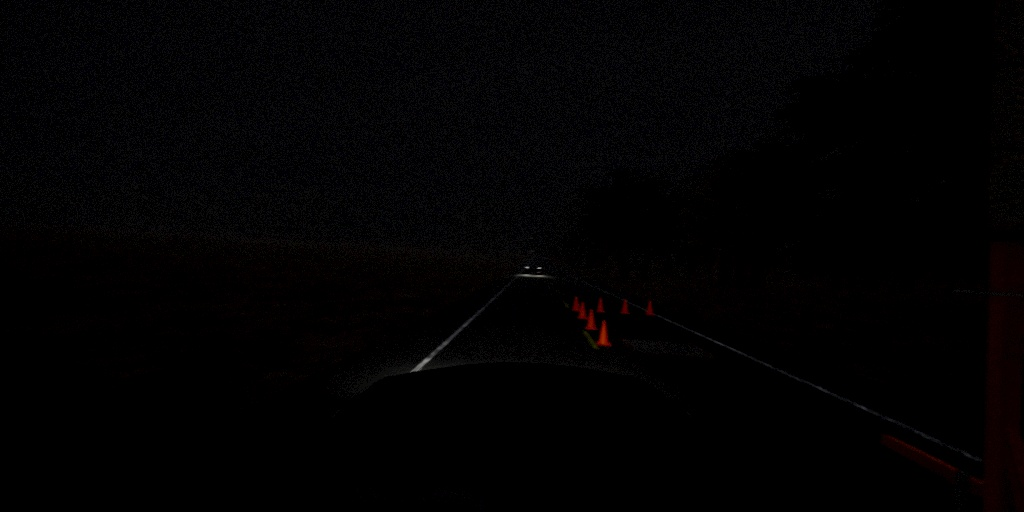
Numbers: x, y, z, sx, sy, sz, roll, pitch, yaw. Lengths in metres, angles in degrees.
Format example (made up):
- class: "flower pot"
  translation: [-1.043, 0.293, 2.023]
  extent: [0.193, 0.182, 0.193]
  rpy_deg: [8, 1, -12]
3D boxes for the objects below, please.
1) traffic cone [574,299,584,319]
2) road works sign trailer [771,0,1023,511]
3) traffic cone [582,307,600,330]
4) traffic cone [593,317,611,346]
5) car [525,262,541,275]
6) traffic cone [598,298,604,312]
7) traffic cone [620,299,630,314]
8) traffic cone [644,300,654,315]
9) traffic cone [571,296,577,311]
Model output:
- class: "traffic cone"
  translation: [2.529, 1.946, 12.927]
  extent: [0.340, 0.580, 0.340]
  rpy_deg: [0, 0, 4]
- class: "road works sign trailer"
  translation: [3.322, 0.371, 1.875]
  extent: [2.380, 3.560, 2.880]
  rpy_deg: [0, 0, 4]
- class: "traffic cone"
  translation: [2.401, 1.921, 10.931]
  extent: [0.340, 0.580, 0.340]
  rpy_deg: [0, 0, 4]
- class: "traffic cone"
  translation: [2.273, 1.896, 8.935]
  extent: [0.340, 0.580, 0.340]
  rpy_deg: [0, 0, 4]
- class: "car"
  translation: [2.838, 1.572, 48.558]
  extent: [2.097, 1.767, 4.553]
  rpy_deg: [3, 0, 4]
- class: "traffic cone"
  translation: [3.652, 2.018, 14.858]
  extent: [0.340, 0.580, 0.340]
  rpy_deg: [0, 0, 4]
- class: "traffic cone"
  translation: [4.649, 2.064, 14.793]
  extent: [0.340, 0.580, 0.340]
  rpy_deg: [0, 0, 4]
- class: "traffic cone"
  translation: [5.646, 2.110, 14.730]
  extent: [0.340, 0.580, 0.340]
  rpy_deg: [0, 0, 4]
- class: "traffic cone"
  translation: [2.656, 1.971, 14.922]
  extent: [0.340, 0.580, 0.340]
  rpy_deg: [0, 0, 4]
